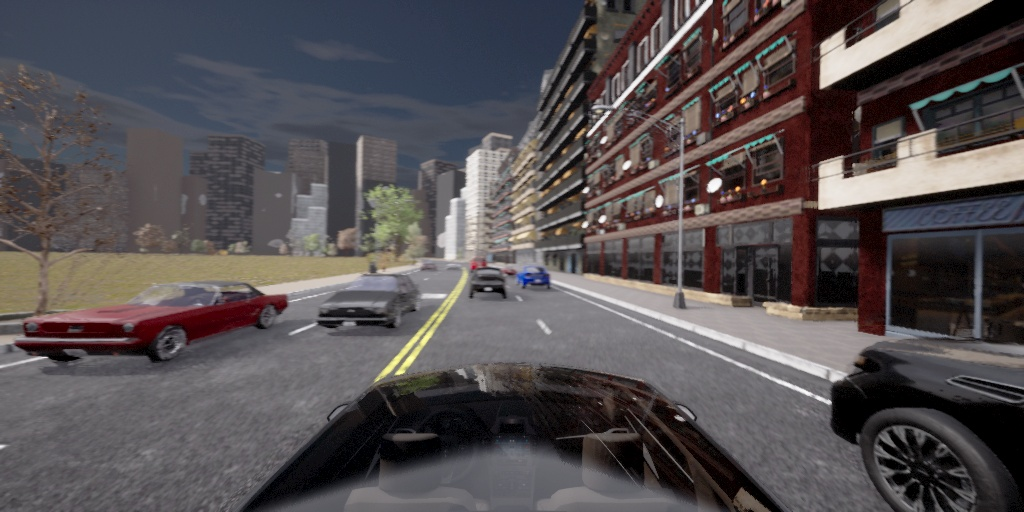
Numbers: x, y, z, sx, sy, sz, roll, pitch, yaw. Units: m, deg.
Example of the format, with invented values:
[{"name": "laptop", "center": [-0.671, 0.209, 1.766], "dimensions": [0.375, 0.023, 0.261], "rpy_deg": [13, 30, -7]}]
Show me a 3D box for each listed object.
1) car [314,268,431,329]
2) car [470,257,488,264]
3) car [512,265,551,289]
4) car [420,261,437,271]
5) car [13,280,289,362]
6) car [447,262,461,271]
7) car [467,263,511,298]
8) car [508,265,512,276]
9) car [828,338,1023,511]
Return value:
[{"name": "car", "center": [-4.127, 1.267, 11.347], "dimensions": [2.033, 1.411, 5.357], "rpy_deg": [1, 0, -4]}, {"name": "car", "center": [-4.416, 1.146, 47.659], "dimensions": [2.150, 2.045, 5.566], "rpy_deg": [1, 0, -7]}, {"name": "car", "center": [1.397, 1.384, 24.702], "dimensions": [1.882, 1.535, 5.008], "rpy_deg": [1, 0, -5]}, {"name": "car", "center": [-11.373, 1.356, 49.347], "dimensions": [1.994, 1.385, 4.181], "rpy_deg": [1, 0, -7]}, {"name": "car", "center": [-7.137, 1.241, 7.939], "dimensions": [1.895, 1.301, 4.718], "rpy_deg": [1, 0, -4]}, {"name": "car", "center": [-8.482, 1.469, 52.290], "dimensions": [1.895, 1.301, 4.718], "rpy_deg": [1, 0, -7]}, {"name": "car", "center": [-1.307, 1.325, 19.142], "dimensions": [1.837, 1.490, 4.892], "rpy_deg": [1, 0, -5]}, {"name": "car", "center": [0.077, 1.554, 37.205], "dimensions": [1.895, 1.301, 4.718], "rpy_deg": [1, 0, -6]}, {"name": "car", "center": [4.193, 1.055, 0.993], "dimensions": [2.150, 2.045, 5.566], "rpy_deg": [1, 0, -3]}]
